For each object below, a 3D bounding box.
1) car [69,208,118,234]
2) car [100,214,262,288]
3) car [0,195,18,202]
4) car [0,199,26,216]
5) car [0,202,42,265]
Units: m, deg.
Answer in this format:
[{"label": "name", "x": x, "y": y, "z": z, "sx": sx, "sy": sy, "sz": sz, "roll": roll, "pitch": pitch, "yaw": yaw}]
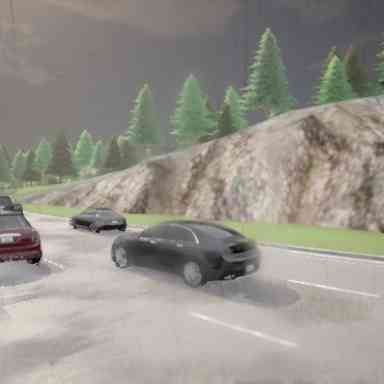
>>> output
[{"label": "car", "x": -5.666, "y": 1.630, "z": 19.895, "sx": 1.994, "sy": 1.385, "sz": 4.181, "roll": 1, "pitch": 0, "yaw": -43}, {"label": "car", "x": -0.398, "y": 1.550, "z": 9.497, "sx": 4.892, "sy": 1.490, "sz": 1.837, "roll": 0, "pitch": 0, "yaw": 43}, {"label": "car", "x": -14.876, "y": 1.260, "z": 24.604, "sx": 2.150, "sy": 2.045, "sz": 5.566, "roll": 1, "pitch": 0, "yaw": -43}, {"label": "car", "x": -18.876, "y": 1.553, "z": 34.048, "sx": 2.128, "sy": 1.511, "sz": 4.902, "roll": 1, "pitch": 0, "yaw": -43}, {"label": "car", "x": -6.729, "y": 1.370, "z": 10.917, "sx": 2.097, "sy": 1.767, "sz": 4.553, "roll": 1, "pitch": 0, "yaw": -45}]
